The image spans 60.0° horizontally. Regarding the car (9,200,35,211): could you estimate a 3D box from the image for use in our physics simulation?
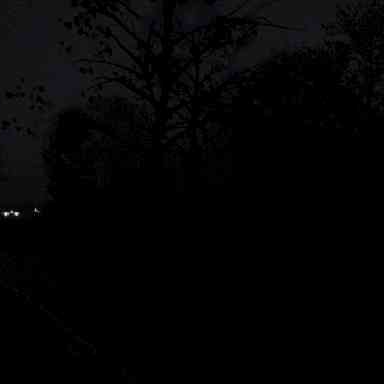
[{"bbox_3d":[-27.325,2.135,53.711,2.097,1.767,4.553,0,-2,-3],"label":"car"}]

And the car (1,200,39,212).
[{"bbox_3d":[-23.443,2.050,45.650,2.033,1.411,5.357,0,-2,-2],"label":"car"}]

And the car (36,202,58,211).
[{"bbox_3d":[-23.894,2.380,54.851,1.994,1.385,4.181,0,-2,-3],"label":"car"}]

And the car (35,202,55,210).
[{"bbox_3d":[-27.749,2.599,62.798,1.837,1.490,4.892,0,-2,-3],"label":"car"}]
